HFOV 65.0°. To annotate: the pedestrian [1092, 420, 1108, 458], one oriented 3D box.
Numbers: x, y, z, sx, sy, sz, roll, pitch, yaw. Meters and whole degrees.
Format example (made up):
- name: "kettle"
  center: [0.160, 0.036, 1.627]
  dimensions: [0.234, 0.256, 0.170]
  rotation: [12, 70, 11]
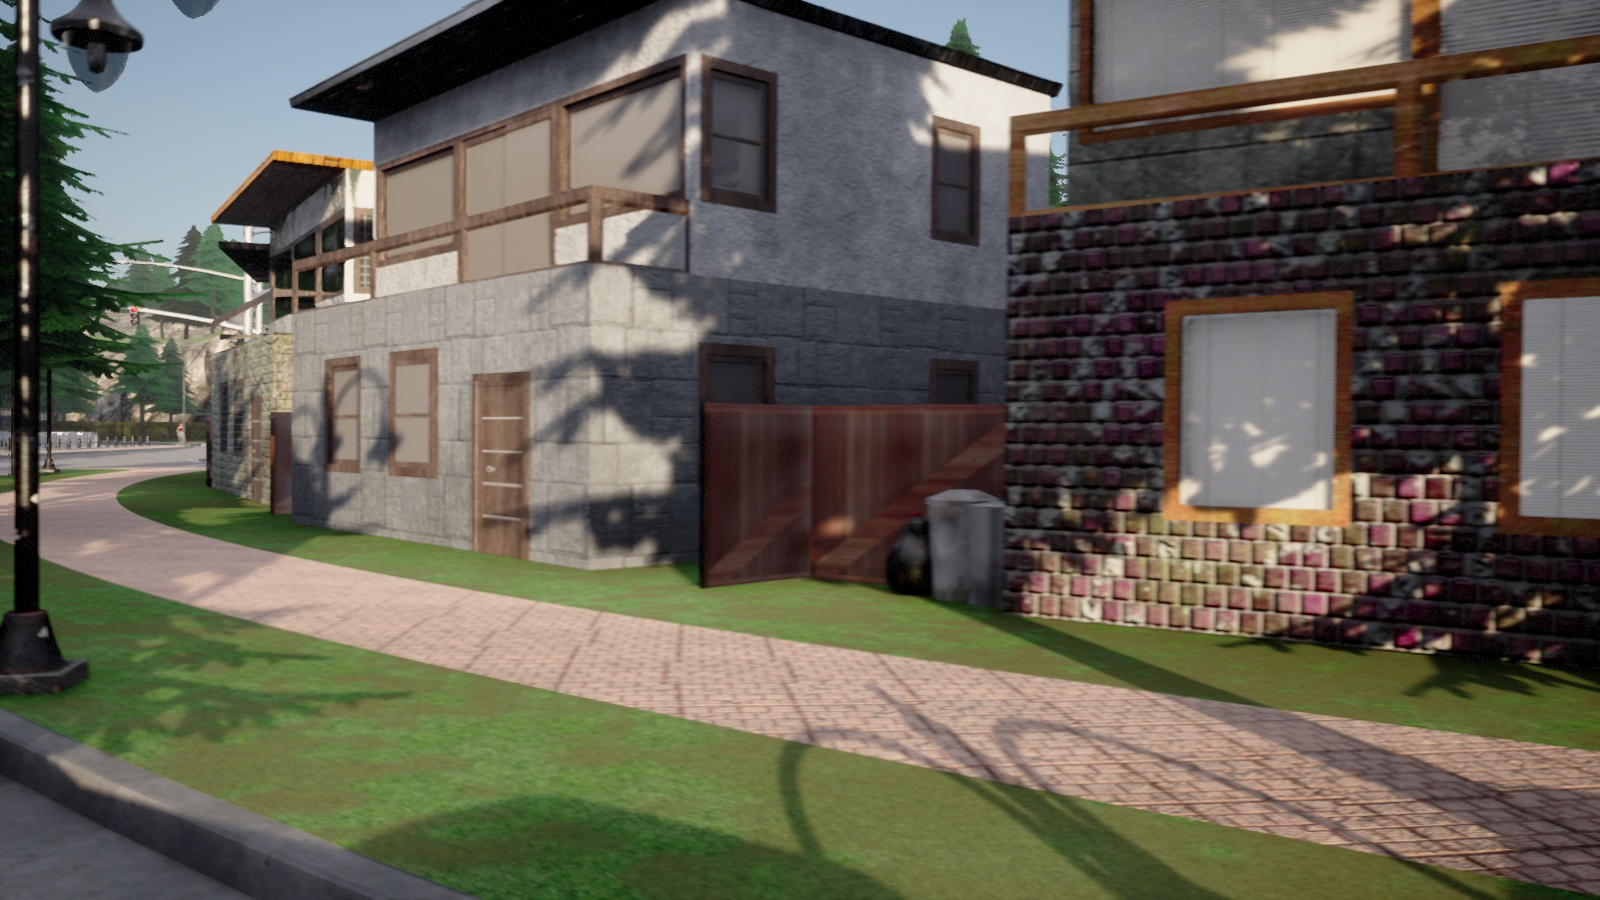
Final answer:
- name: "pedestrian"
  center: [14.416, -0.530, 60.316]
  dimensions: [0.634, 1.846, 0.331]
  rotation: [-1, 1, -5]
